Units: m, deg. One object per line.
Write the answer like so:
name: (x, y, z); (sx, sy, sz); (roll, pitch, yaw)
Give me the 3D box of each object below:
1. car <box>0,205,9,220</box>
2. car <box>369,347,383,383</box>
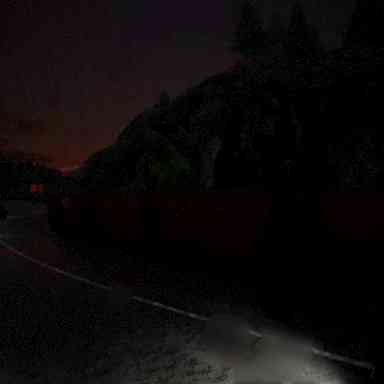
car: (-18.675, 1.909, 31.169); (2.033, 1.411, 5.357); (0, 0, -18)
car: (3.692, 1.539, 1.392); (5.357, 1.411, 2.033); (-1, -1, 35)
